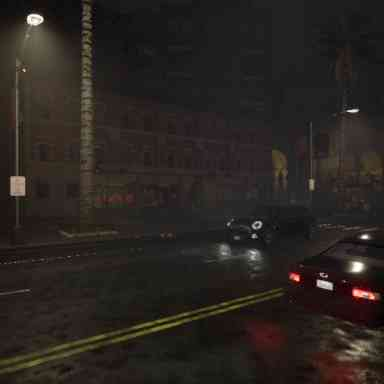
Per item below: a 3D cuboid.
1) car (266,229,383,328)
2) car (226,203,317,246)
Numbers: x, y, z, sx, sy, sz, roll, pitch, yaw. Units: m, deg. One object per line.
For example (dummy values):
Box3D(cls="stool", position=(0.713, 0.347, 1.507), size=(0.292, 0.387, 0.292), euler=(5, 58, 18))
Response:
Box3D(cls="car", position=(4.182, 1.547, 6.844), size=(5.357, 1.411, 2.033), euler=(0, 0, -36))
Box3D(cls="car", position=(3.712, 1.352, 15.371), size=(4.553, 1.767, 2.097), euler=(0, 0, -36))
